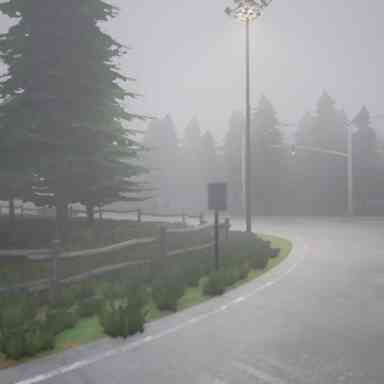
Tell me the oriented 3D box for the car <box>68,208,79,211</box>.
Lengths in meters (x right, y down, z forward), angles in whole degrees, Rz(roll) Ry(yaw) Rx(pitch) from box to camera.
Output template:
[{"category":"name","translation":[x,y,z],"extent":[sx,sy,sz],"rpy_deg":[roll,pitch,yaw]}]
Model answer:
[{"category":"car","translation":[-13.211,1.874,32.899],"extent":[4.718,1.301,1.895],"rpy_deg":[-1,0,35]}]
